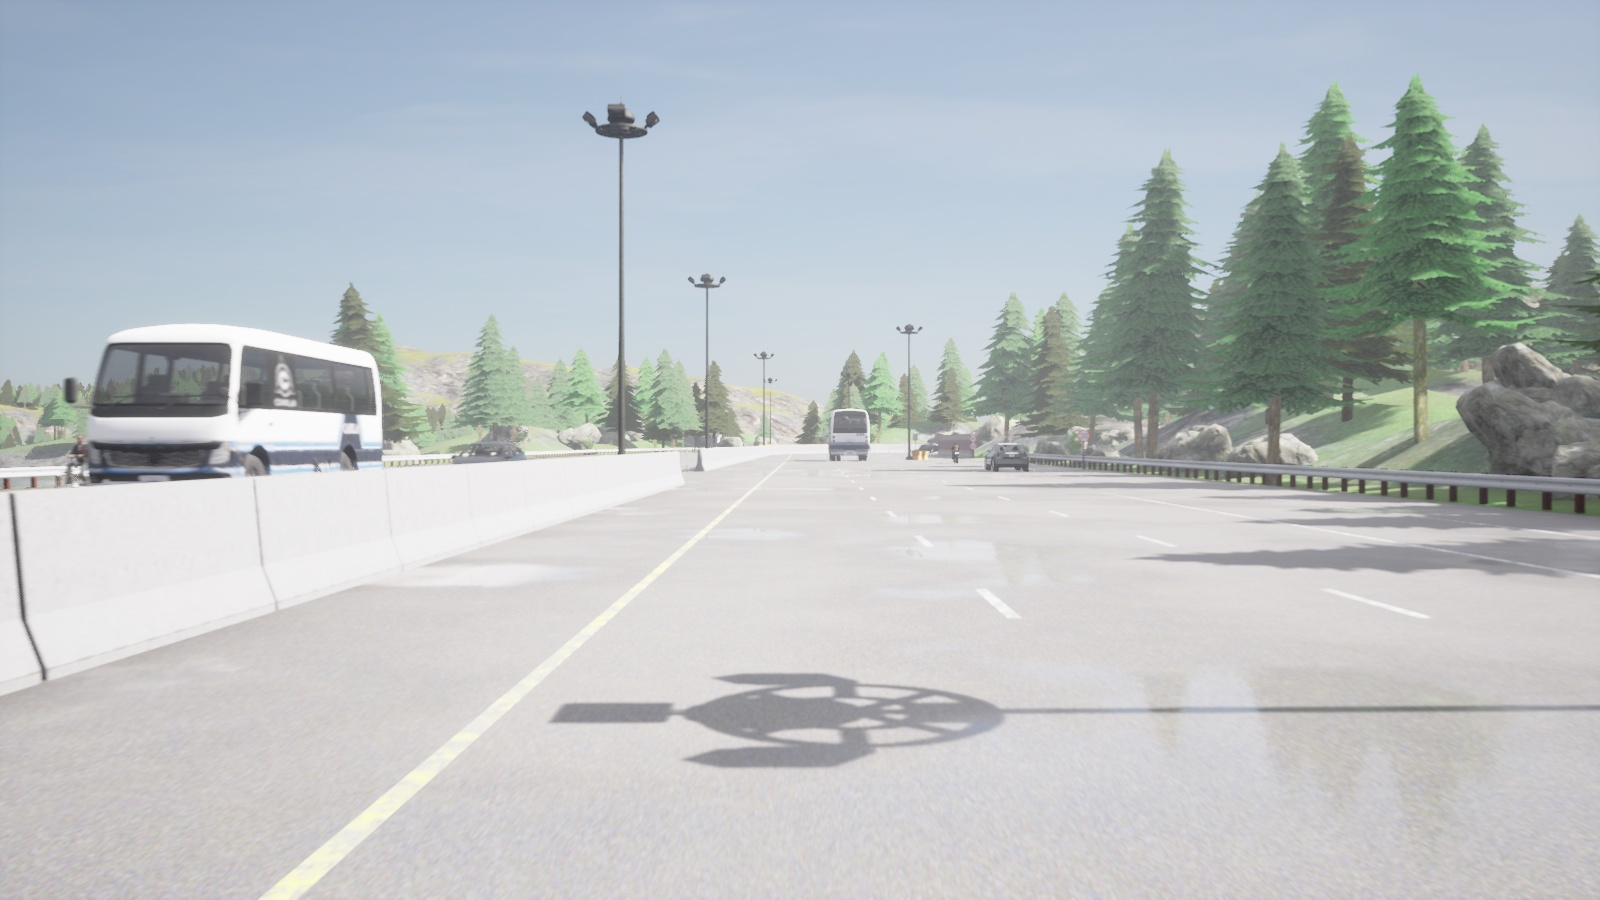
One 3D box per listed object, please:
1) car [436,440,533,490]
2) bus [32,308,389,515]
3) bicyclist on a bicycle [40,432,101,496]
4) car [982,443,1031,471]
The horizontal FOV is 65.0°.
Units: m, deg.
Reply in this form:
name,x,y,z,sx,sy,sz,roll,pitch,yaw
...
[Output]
name,x,y,z,sx,sy,sz,roll,pitch,yaw
car,-10.248,0.453,41.116,2.007,1.525,4.514,0,0,0
bus,-13.806,-0.816,30.976,3.944,4.253,10.273,0,0,0
bicyclist on a bicycle,-20.779,0.398,35.803,0.659,1.776,1.843,0,0,0
car,10.898,0.346,66.430,1.970,1.475,3.806,0,0,0
